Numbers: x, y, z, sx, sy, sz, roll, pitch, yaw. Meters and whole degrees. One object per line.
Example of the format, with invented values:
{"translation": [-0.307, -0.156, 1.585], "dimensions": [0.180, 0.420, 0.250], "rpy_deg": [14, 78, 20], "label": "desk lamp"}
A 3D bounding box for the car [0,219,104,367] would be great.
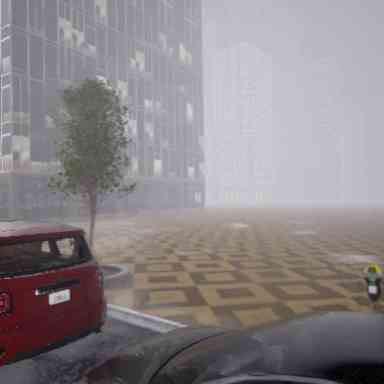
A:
{"translation": [-3.545, 1.378, 5.412], "dimensions": [5.009, 1.841, 2.192], "rpy_deg": [-1, -1, 35], "label": "car"}

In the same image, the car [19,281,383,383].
{"translation": [0.955, 1.570, 2.205], "dimensions": [4.313, 1.339, 1.947], "rpy_deg": [-1, -1, 35], "label": "car"}
